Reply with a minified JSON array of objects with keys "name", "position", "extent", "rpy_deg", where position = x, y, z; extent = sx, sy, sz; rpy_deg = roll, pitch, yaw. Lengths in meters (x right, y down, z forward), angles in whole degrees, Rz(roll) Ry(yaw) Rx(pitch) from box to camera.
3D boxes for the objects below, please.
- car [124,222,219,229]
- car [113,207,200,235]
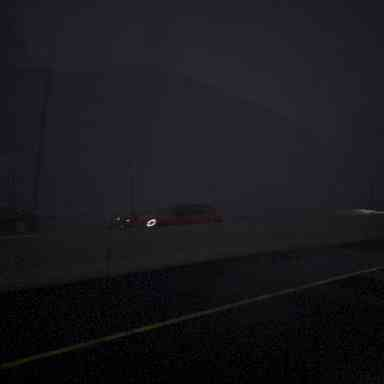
[{"name":"car","position":[-0.642,1.349,16.225],"extent":[4.553,1.767,2.097],"rpy_deg":[0,0,-34]},{"name":"car","position":[-2.016,1.597,19.549],"extent":[4.718,1.301,1.895],"rpy_deg":[0,0,-33]}]
